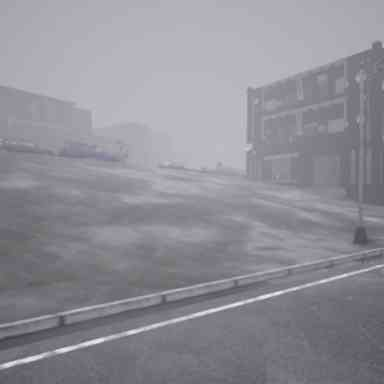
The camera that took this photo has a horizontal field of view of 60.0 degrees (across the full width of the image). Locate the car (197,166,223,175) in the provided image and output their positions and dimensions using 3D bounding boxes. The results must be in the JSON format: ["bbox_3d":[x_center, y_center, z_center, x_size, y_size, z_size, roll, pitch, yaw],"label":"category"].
[{"bbox_3d":[1.558,-2.496,42.933,2.002,1.452,4.674,0,-2,40],"label":"car"}]

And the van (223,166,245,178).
[{"bbox_3d":[5.145,-2.528,47.334,1.878,1.987,4.442,0,-2,39],"label":"van"}]

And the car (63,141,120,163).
[{"bbox_3d":[-9.335,-3.339,30.448,2.435,2.045,5.566,0,-1,44],"label":"car"}]

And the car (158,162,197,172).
[{"bbox_3d":[-2.003,-2.702,38.691,2.002,1.452,4.674,0,-2,41],"label":"car"}]

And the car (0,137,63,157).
[{"bbox_3d":[-13.208,-3.356,26.388,2.185,1.767,4.553,0,-1,45],"label":"car"}]
